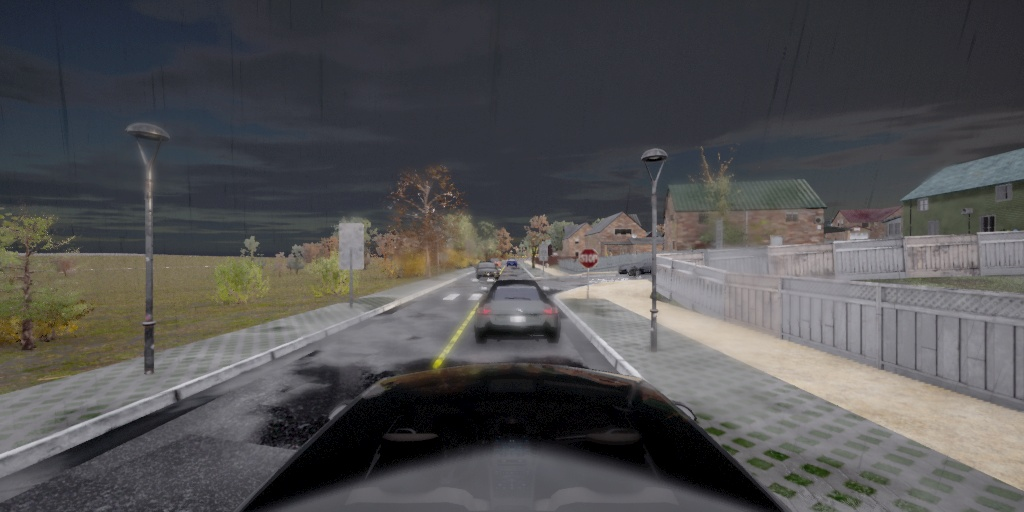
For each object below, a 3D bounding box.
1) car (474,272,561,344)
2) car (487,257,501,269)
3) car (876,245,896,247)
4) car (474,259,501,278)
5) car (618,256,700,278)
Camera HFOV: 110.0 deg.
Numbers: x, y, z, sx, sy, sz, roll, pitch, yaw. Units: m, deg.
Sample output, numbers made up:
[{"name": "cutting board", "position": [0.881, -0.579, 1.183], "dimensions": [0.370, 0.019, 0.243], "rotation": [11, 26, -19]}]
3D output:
[{"name": "car", "position": [0.100, 1.313, 9.630], "dimensions": [1.994, 1.385, 4.181], "rotation": [0, 0, -1]}, {"name": "car", "position": [-2.859, 1.126, 57.805], "dimensions": [2.097, 1.767, 4.553], "rotation": [0, 0, 0]}, {"name": "car", "position": [21.128, 0.023, 21.317], "dimensions": [4.181, 1.385, 1.994], "rotation": [-3, 0, 14]}, {"name": "car", "position": [-2.258, 1.257, 31.554], "dimensions": [1.837, 1.490, 4.892], "rotation": [0, 0, -8]}, {"name": "car", "position": [9.947, 0.653, 24.227], "dimensions": [5.357, 1.411, 2.033], "rotation": [-3, 0, 15]}]
